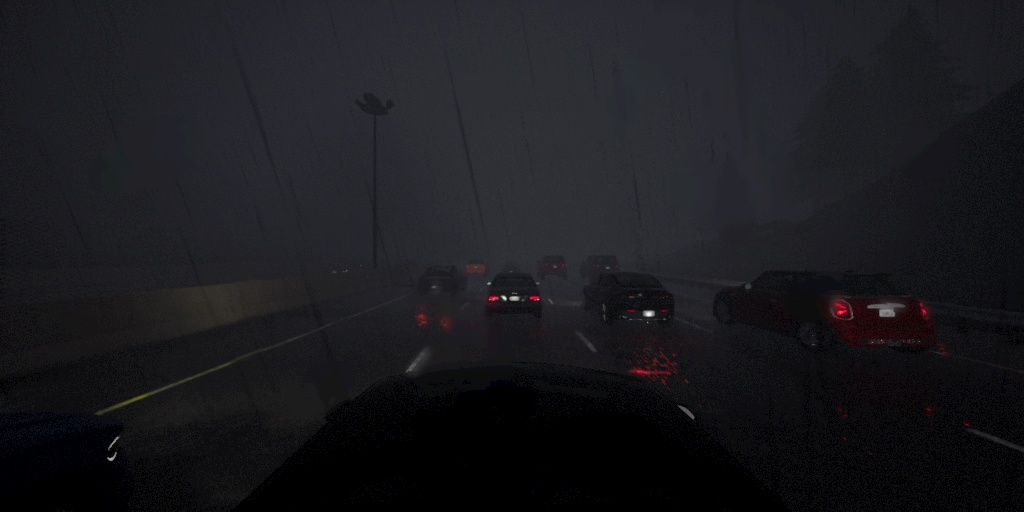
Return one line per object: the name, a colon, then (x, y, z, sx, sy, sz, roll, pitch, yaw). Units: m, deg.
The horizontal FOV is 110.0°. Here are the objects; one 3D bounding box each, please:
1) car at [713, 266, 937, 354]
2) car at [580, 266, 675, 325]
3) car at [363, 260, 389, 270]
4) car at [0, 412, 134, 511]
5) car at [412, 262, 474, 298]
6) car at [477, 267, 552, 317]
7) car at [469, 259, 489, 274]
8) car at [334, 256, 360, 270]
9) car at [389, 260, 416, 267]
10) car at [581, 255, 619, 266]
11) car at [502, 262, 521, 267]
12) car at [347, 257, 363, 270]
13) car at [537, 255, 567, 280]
car: (7.060, 1.093, 8.878, 2.097, 1.767, 4.553, 0, 0, 0)
car: (3.558, 1.248, 11.744, 1.837, 1.490, 4.892, 0, 0, 0)
car: (-17.754, 1.282, 48.111, 1.812, 1.442, 4.674, 0, 0, 0)
car: (-3.450, 1.232, 0.258, 1.882, 1.535, 5.008, 0, 0, 1)
car: (-3.463, 1.241, 18.724, 2.128, 1.511, 4.902, 0, 0, 0)
car: (0.061, 1.294, 13.020, 2.033, 1.411, 5.357, 0, 0, 0)
car: (-3.532, 1.096, 36.979, 2.097, 1.767, 4.553, 0, 0, 0)
car: (-24.751, 0.984, 54.306, 2.150, 2.045, 5.566, 0, 0, 0)
car: (-14.260, 1.300, 48.091, 2.033, 1.411, 5.357, 0, 0, 0)
car: (6.999, 0.957, 28.928, 2.150, 2.045, 5.566, 0, 0, 0)
car: (-0.035, 1.267, 35.826, 1.812, 1.442, 4.674, 0, 0, 0)
car: (-21.258, 1.264, 51.399, 1.837, 1.490, 4.892, 0, 0, 0)
car: (3.487, 0.960, 31.737, 2.150, 2.045, 5.566, 0, 0, 0)
